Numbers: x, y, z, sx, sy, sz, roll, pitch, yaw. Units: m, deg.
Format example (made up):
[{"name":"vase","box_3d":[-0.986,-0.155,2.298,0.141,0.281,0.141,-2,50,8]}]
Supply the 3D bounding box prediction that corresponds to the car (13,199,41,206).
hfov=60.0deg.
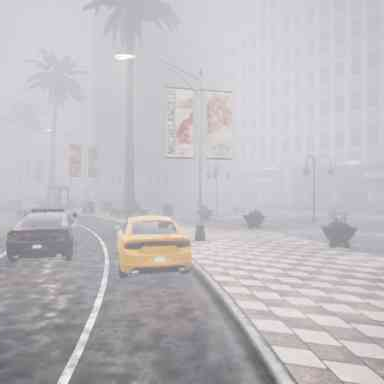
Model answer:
[{"name":"car","box_3d":[-12.888,1.516,26.860,1.812,1.442,4.674,0,0,-36]}]

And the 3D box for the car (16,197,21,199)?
[{"name":"car","box_3d":[-25.899,1.461,48.418,2.231,1.521,4.892,0,0,-39]}]

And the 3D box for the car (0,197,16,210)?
[{"name":"car","box_3d":[-22.815,1.546,39.731,1.994,1.385,4.181,0,0,-38]}]

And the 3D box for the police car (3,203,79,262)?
[{"name":"police car","box_3d":[-5.330,1.422,12.361,1.930,1.638,5.238,0,0,-16]}]

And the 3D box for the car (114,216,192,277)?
[{"name":"car","box_3d":[-1.364,1.477,10.428,1.882,1.535,5.008,0,0,-14]}]
